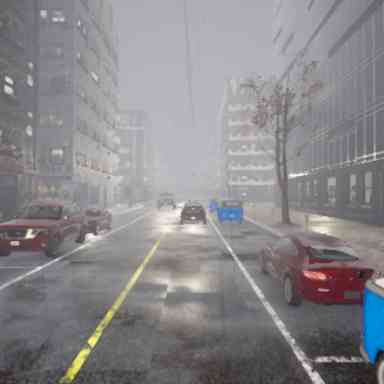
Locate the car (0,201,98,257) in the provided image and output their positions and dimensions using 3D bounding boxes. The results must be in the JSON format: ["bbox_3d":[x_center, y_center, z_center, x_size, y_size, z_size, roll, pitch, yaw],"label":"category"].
[{"bbox_3d":[-5.676,1.328,13.178,2.192,1.841,5.009,1,0,0],"label":"car"}]

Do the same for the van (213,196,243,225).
[{"bbox_3d":[2.699,1.365,24.215,1.690,1.788,3.998,1,0,0],"label":"van"}]

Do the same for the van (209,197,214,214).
[{"bbox_3d":[2.694,1.375,35.232,1.690,1.788,3.998,1,0,0],"label":"van"}]

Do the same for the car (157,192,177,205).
[{"bbox_3d":[-3.016,0.982,40.875,2.150,2.045,5.566,0,0,0],"label":"car"}]

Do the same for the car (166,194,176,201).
[{"bbox_3d":[-5.707,1.407,90.066,2.192,1.841,5.009,1,0,0],"label":"car"}]

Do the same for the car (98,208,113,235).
[{"bbox_3d":[-5.682,1.563,18.689,1.887,1.381,4.507,1,0,0],"label":"car"}]

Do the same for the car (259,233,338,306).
[{"bbox_3d":[2.701,1.590,7.691,1.802,1.307,4.206,1,0,0],"label":"car"}]

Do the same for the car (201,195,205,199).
[{"bbox_3d":[2.669,1.618,90.300,1.752,1.417,4.829,1,0,0],"label":"car"}]

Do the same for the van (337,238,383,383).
[{"bbox_3d":[2.708,1.344,2.183,1.690,1.788,3.998,1,0,0],"label":"van"}]

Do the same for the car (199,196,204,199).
[{"bbox_3d":[0.083,1.587,41.277,2.033,1.411,5.357,0,0,0],"label":"car"}]

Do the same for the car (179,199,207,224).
[{"bbox_3d":[0.090,1.531,25.228,1.837,1.490,4.892,0,0,0],"label":"car"}]
